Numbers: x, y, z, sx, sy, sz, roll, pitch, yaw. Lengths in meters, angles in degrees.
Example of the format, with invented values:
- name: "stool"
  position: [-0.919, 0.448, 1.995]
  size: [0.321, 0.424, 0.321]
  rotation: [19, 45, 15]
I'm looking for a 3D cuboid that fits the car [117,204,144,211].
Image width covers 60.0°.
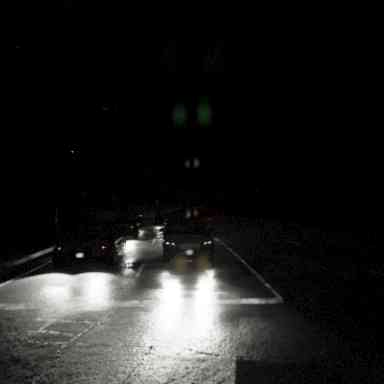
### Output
- name: "car"
  position: [-5.746, 2.158, 31.256]
  size: [2.150, 2.045, 5.566]
  rotation: [-1, -2, -11]

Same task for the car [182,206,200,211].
- name: "car"
  position: [-0.834, 2.722, 42.226]
  size: [1.837, 1.490, 4.892]
  rotation: [-1, -2, -14]

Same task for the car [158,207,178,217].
- name: "car"
  position: [-3.879, 3.121, 52.346]
  size: [1.837, 1.490, 4.892]
  rotation: [-1, -2, -19]

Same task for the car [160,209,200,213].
- name: "car"
  position: [-0.979, 2.119, 23.017]
  size: [2.033, 1.411, 5.357]
  rotation: [-1, -2, -7]

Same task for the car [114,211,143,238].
- name: "car"
  position: [-4.303, 2.125, 20.947]
  size: [1.994, 1.385, 4.181]
  rotation: [-1, -2, -5]

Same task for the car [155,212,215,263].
- name: "car"
  position: [-0.217, 1.776, 13.353]
  size: [2.128, 1.511, 4.902]
  rotation: [-1, -1, -3]

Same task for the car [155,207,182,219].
- name: "car"
  position: [-2.594, 2.428, 33.354]
  size: [1.882, 1.535, 5.008]
  rotation: [-1, -2, -11]

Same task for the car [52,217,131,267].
- name: "car"
  position: [-3.675, 1.882, 12.570]
  size: [1.994, 1.385, 4.181]
  rotation: [-1, -1, -3]

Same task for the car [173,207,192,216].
- name: "car"
  position: [-1.616, 3.222, 56.301]
  size: [1.812, 1.442, 4.674]
  rotation: [-1, -2, -20]

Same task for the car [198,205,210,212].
- name: "car"
  position: [1.014, 2.739, 48.518]
  size: [2.097, 1.767, 4.553]
  rotation: [-1, -2, -18]
